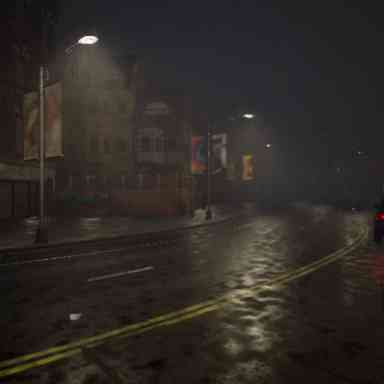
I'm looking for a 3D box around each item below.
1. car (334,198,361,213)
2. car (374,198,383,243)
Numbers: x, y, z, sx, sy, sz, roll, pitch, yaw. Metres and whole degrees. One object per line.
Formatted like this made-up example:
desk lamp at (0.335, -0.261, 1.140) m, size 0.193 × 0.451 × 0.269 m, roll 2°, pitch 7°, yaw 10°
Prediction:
car at (17.189, 1.485, 36.976) m, size 1.837 × 1.490 × 4.892 m, roll 0°, pitch 0°, yaw 9°
car at (9.836, 1.202, 15.524) m, size 2.150 × 2.045 × 5.566 m, roll 0°, pitch 0°, yaw 32°
